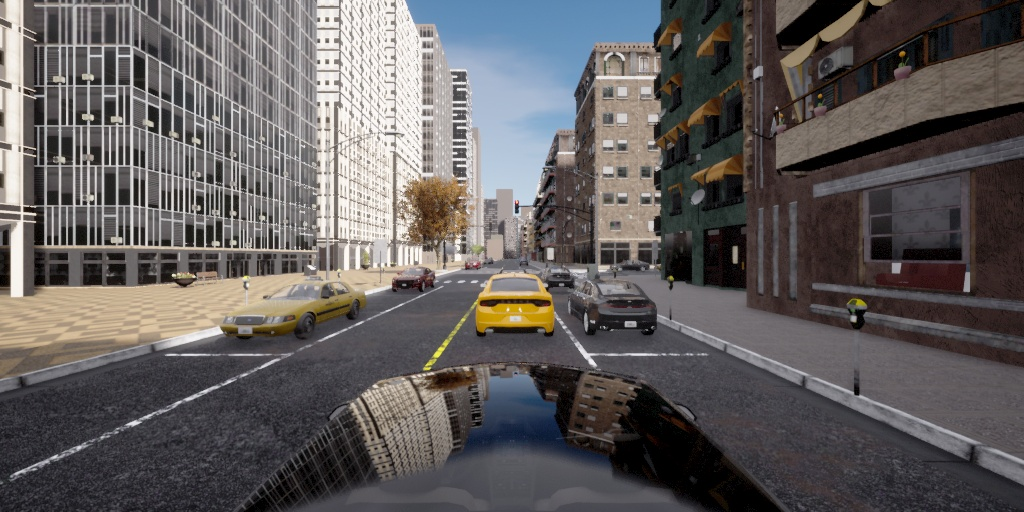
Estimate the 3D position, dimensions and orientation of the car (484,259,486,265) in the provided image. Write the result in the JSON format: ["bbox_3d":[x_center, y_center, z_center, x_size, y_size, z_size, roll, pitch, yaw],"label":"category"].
[{"bbox_3d":[-5.823,1.357,59.225,1.948,1.339,4.313,0,0,0],"label":"car"}]

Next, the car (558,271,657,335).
[{"bbox_3d":[2.669,1.301,10.268,2.007,1.370,4.403,0,0,0],"label":"car"}]

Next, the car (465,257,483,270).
[{"bbox_3d":[-5.810,1.099,53.702,2.192,1.841,5.009,0,0,0],"label":"car"}]

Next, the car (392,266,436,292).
[{"bbox_3d":[-5.736,1.300,21.314,1.888,1.381,4.507,0,0,0],"label":"car"}]

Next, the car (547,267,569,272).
[{"bbox_3d":[2.644,1.305,21.333,2.007,1.370,4.403,0,0,0],"label":"car"}]

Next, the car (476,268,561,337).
[{"bbox_3d":[0.069,1.228,10.360,1.882,1.535,5.008,0,0,0],"label":"car"}]

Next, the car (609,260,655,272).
[{"bbox_3d":[13.346,1.109,40.774,4.403,1.370,2.007,0,0,-1],"label":"car"}]

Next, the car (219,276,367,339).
[{"bbox_3d":[-5.710,1.276,10.079,1.751,1.417,4.829,0,0,0],"label":"car"}]

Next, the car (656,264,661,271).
[{"bbox_3d":[18.743,1.006,40.841,4.829,1.417,1.751,0,0,-1],"label":"car"}]
